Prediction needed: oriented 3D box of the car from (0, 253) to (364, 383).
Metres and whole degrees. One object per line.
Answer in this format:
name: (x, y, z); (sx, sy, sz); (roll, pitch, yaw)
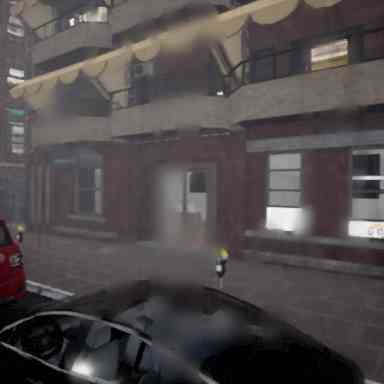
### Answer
car: (-0.693, 1.565, 3.206); (4.313, 1.339, 1.947); (0, 1, 36)

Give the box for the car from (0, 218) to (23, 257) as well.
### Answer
car: (-5.211, 1.312, 6.428); (5.009, 1.841, 2.192); (0, 1, 36)
